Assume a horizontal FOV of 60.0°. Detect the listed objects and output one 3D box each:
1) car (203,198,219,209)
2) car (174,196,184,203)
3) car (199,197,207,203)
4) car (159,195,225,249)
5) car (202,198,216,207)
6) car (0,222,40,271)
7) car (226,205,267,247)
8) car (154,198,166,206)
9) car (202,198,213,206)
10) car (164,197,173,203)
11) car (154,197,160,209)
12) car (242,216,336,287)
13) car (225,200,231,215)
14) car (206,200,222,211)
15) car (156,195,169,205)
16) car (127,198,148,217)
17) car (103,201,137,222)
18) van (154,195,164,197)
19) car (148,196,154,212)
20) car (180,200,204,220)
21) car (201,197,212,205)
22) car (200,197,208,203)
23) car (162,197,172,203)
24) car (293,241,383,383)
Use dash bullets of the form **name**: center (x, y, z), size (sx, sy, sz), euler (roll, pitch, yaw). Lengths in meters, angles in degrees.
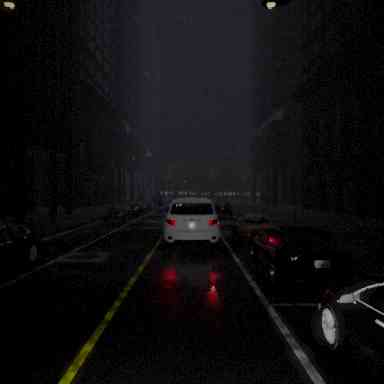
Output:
- **car**: center (2.757, 1.671, 48.783), size (2.008, 1.369, 4.403), euler (0, 0, 0)
- **car**: center (-3.000, 1.726, 75.962), size (2.128, 1.511, 4.902), euler (0, 0, 0)
- **car**: center (2.755, 1.889, 82.796), size (1.947, 1.339, 4.313), euler (-1, 0, 0)
- **car**: center (0.000, 1.267, 14.682), size (2.150, 2.045, 5.566), euler (0, 0, 0)
- **car**: center (2.757, 1.697, 54.452), size (2.008, 1.369, 4.403), euler (0, 0, 0)
- **car**: center (-5.765, 1.552, 9.130), size (2.008, 1.369, 4.403), euler (0, 0, 0)
- **car**: center (2.759, 1.534, 14.937), size (1.752, 1.417, 4.829), euler (0, 0, 0)
- **car**: center (-5.768, 1.756, 60.150), size (1.802, 1.307, 4.206), euler (0, 0, 0)
- **car**: center (2.756, 1.756, 60.120), size (1.802, 1.307, 4.206), euler (-1, 0, 0)
- **car**: center (-5.770, 1.874, 82.826), size (2.008, 1.369, 4.403), euler (-1, 0, 0)
- **car**: center (-5.768, 1.647, 43.143), size (2.008, 1.369, 4.403), euler (0, 0, 0)
- **car**: center (2.759, 1.567, 9.100), size (1.947, 1.339, 4.313), euler (0, 0, 0)
- **car**: center (2.757, 1.491, 31.775), size (1.967, 1.590, 4.097), euler (0, 0, 0)
- **car**: center (2.757, 1.678, 43.113), size (1.802, 1.307, 4.206), euler (0, 0, 0)
- **car**: center (-5.771, 1.521, 65.820), size (2.192, 1.841, 5.009), euler (0, 0, 0)
- **car**: center (-5.768, 1.491, 31.804), size (1.967, 1.590, 4.097), euler (0, 0, 0)
- **car**: center (-5.767, 1.615, 26.136), size (1.802, 1.307, 4.206), euler (0, 0, 0)
- **van**: center (-5.770, 1.487, 54.483), size (1.690, 1.788, 3.998), euler (0, 0, 0)
- **car**: center (-5.768, 1.512, 37.474), size (1.967, 1.590, 4.097), euler (0, 0, 0)
- **car**: center (0.000, 1.529, 29.653), size (1.882, 1.535, 5.008), euler (0, 0, 0)
- **car**: center (2.755, 1.756, 65.789), size (2.008, 1.369, 4.403), euler (-1, 0, 0)
- **car**: center (2.755, 1.826, 77.128), size (1.887, 1.381, 4.507), euler (-1, 0, 0)
- **car**: center (-5.770, 1.848, 77.158), size (1.947, 1.339, 4.313), euler (-1, 0, 0)
- **car**: center (2.760, 1.549, 3.430), size (2.008, 1.369, 4.403), euler (0, 0, 0)
